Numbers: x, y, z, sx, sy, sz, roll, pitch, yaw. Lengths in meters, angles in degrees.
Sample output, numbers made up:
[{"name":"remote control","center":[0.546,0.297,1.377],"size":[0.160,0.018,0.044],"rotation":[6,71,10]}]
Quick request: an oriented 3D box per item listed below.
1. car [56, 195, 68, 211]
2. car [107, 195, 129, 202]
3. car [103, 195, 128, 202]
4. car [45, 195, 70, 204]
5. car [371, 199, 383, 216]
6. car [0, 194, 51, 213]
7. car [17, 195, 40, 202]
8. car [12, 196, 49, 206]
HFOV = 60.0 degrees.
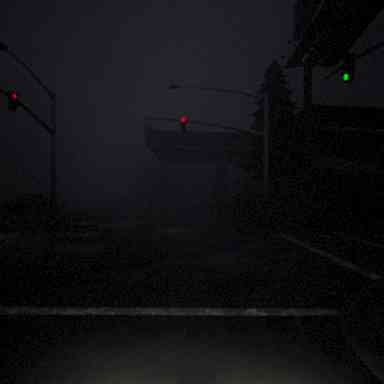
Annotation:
[{"name":"car","center":[-16.195,1.379,37.198],"size":[3.806,1.475,1.970],"rotation":[0,0,-1]},{"name":"car","center":[-16.532,1.376,74.591],"size":[4.514,1.523,2.007],"rotation":[0,0,-1]},{"name":"car","center":[-16.460,1.365,71.454],"size":[5.027,1.636,2.152],"rotation":[0,0,-1]},{"name":"car","center":[-24.060,1.349,59.561],"size":[3.633,1.501,1.845],"rotation":[0,0,-1]},{"name":"car","center":[17.218,1.496,33.534],"size":[2.242,1.667,4.611],"rotation":[0,0,-1]},{"name":"car","center":[-16.786,1.094,33.870],"size":[3.866,1.878,1.905],"rotation":[0,0,-1]},{"name":"car","center":[-35.126,1.419,71.485],"size":[3.806,1.475,1.970],"rotation":[0,0,-1]},{"name":"car","center":[-24.040,1.322,49.568],"size":[4.514,1.523,2.007],"rotation":[0,0,-1]}]
